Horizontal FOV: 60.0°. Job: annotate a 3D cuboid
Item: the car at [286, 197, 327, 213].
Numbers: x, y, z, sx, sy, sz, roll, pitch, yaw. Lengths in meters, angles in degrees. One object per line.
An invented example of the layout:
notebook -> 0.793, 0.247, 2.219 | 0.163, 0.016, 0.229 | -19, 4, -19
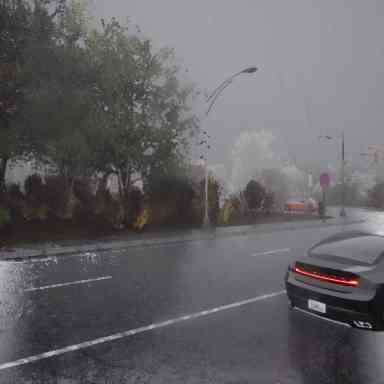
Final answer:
car -> 12.566, 1.352, 36.862 | 2.097, 1.767, 4.553 | 0, 0, -32

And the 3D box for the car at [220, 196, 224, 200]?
car -> 6.310, 1.404, 66.836 | 1.994, 1.385, 4.181 | 0, 1, -33

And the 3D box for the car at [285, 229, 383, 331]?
car -> 3.891, 1.505, 6.513 | 4.892, 1.490, 1.837 | 0, 0, -35
